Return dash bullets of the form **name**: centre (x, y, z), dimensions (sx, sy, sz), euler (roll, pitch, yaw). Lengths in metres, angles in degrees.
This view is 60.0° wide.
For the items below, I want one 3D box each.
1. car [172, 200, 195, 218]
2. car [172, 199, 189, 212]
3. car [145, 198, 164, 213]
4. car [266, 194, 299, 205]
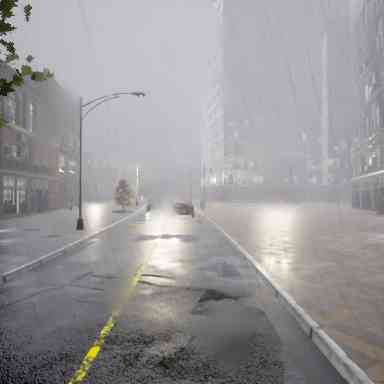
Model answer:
- **car**: centre (-0.817, 1.483, 30.774), dimensions (1.882, 1.535, 5.008), euler (0, 0, -3)
- **car**: centre (-1.499, 1.607, 40.650), dimensions (1.895, 1.301, 4.718), euler (0, 0, -4)
- **car**: centre (-4.152, 1.509, 37.304), dimensions (1.837, 1.490, 4.892), euler (0, -1, -4)
- **car**: centre (13.946, 1.201, 51.509), dimensions (5.009, 1.841, 2.192), euler (0, -1, 15)
